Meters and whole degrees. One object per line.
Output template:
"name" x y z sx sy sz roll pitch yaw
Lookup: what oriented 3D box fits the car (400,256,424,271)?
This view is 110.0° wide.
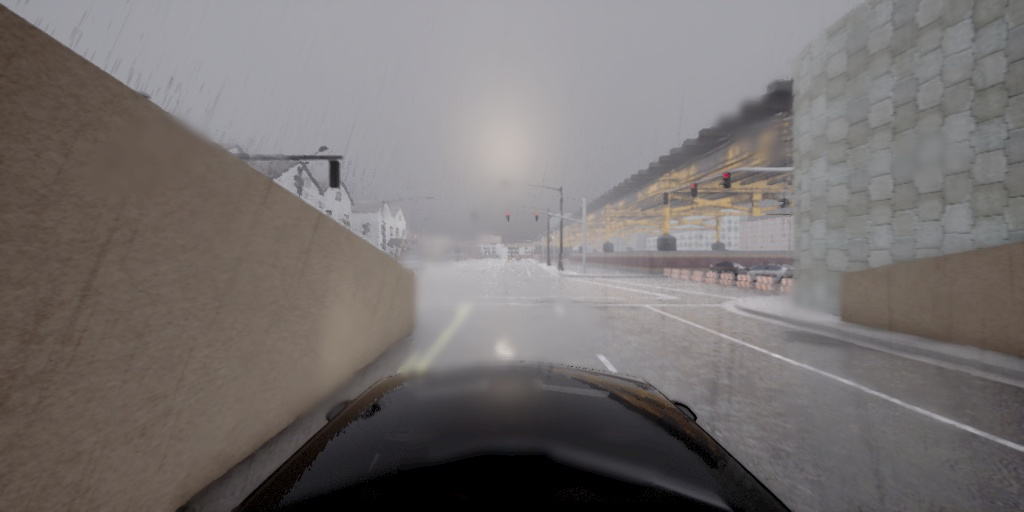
"car" -13.641 1.035 48.645 2.150 2.045 5.566 0 1 1
